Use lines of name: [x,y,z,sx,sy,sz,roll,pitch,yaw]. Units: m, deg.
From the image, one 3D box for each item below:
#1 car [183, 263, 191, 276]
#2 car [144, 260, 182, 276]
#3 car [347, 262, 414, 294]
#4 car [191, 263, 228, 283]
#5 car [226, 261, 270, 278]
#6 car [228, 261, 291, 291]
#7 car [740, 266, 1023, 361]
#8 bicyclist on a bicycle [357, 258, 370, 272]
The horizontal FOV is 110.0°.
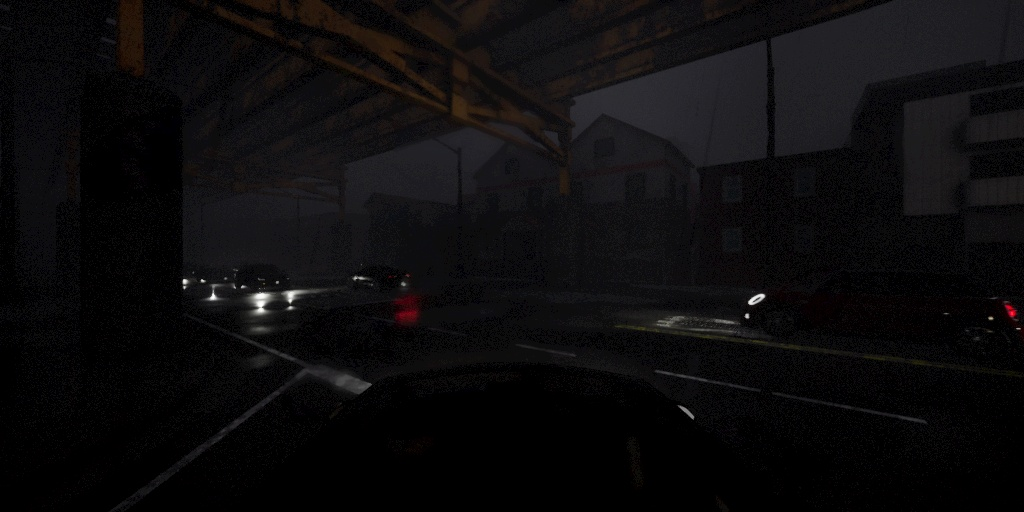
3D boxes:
car: [-29.601,1.294,32.744,4.181,1.385,1.994,0,0,37]
car: [-36.742,1.232,37.742,4.892,1.490,1.837,0,0,33]
car: [-7.589,1.243,20.480,4.892,1.490,1.837,0,-1,39]
car: [-22.565,1.334,27.426,4.718,1.301,1.895,0,0,38]
car: [-25.068,1.221,33.977,4.902,1.511,2.128,0,0,37]
car: [-15.222,1.242,21.800,4.892,1.490,1.837,0,0,38]
car: [8.159,1.097,8.561,4.553,1.767,2.097,0,0,37]
bicyclist on a bicycle: [-14.376,1.032,34.970,0.582,1.620,1.656,0,0,37]
